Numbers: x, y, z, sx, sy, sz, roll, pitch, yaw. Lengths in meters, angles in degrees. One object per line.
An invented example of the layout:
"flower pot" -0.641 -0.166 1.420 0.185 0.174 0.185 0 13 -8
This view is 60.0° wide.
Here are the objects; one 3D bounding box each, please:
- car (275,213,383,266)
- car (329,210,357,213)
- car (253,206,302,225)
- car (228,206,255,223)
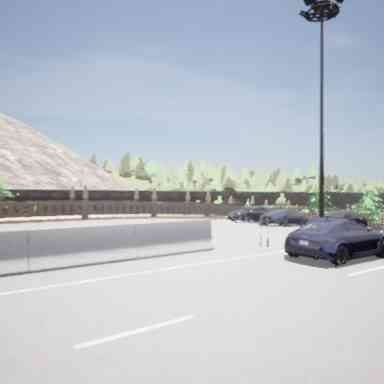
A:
"car" 5.203 1.622 11.761 4.181 1.385 1.994 1 -1 -36
"car" 11.163 2.078 24.851 5.008 1.535 1.882 5 -3 -35
"car" 7.300 2.017 26.393 4.181 1.385 1.994 4 -2 -35
"car" 5.308 1.959 29.272 4.892 1.490 1.837 4 -3 -35
